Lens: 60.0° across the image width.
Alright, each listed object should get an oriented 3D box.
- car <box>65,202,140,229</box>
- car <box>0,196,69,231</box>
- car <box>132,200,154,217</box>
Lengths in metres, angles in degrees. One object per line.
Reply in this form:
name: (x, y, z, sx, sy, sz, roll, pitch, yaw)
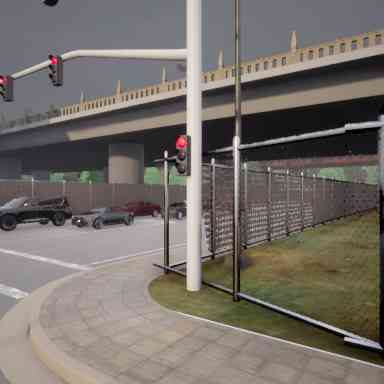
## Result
car: (-5.857, 1.619, 22.224, 1.994, 1.385, 4.181, 0, 0, 35)
car: (-10.576, 1.277, 21.628, 2.150, 2.045, 5.566, 0, 0, 36)
car: (-4.901, 1.533, 29.630, 1.882, 1.535, 5.008, 0, 0, 35)
